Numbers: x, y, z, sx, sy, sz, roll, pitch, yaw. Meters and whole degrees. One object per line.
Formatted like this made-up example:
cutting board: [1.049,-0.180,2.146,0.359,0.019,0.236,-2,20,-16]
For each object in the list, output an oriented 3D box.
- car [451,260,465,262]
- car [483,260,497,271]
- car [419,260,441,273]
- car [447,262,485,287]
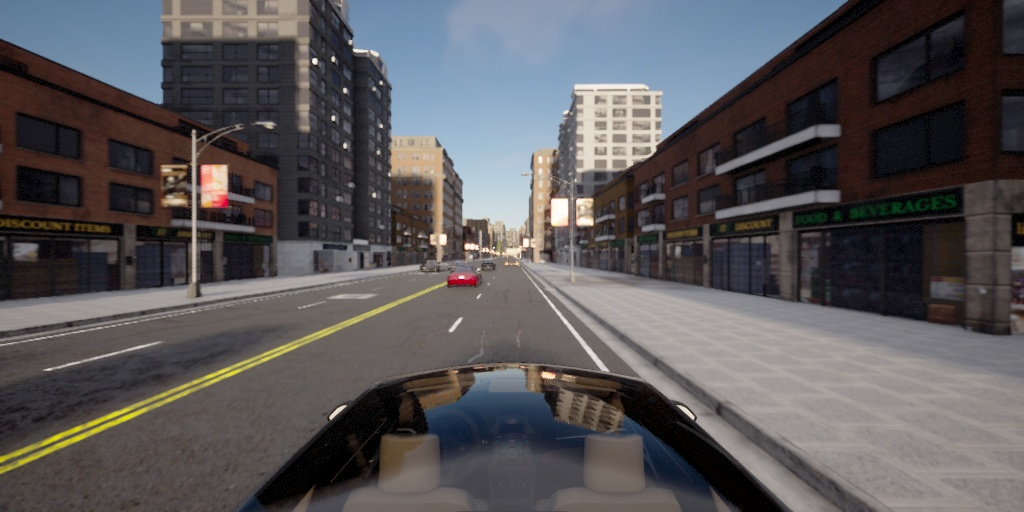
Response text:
car: [-6.590,1.221,43.485,2.128,1.511,4.902,0,0,0]
car: [-3.155,1.233,49.500,1.837,1.490,4.892,0,0,0]
car: [-9.839,1.233,43.454,1.837,1.490,4.892,0,0,0]
car: [-3.155,1.302,24.438,1.994,1.385,4.181,0,0,0]
